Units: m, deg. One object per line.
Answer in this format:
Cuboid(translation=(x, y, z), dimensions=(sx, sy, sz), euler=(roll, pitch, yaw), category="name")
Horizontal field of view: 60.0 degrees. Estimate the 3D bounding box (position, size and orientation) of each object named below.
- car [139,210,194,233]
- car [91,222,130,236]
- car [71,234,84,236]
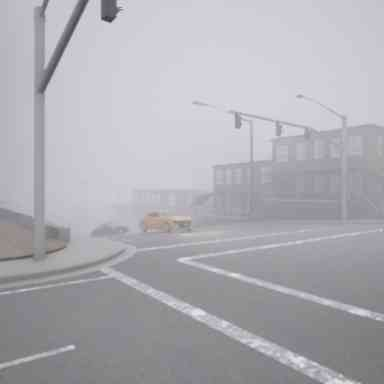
Cuboid(translation=(-1.869, 1.995, 23.034), dimensions=(1.882, 1.535, 5.008), euler=(0, -5, -36), category="car")
Cuboid(translation=(-7.705, 3.569, 30.970), dimensions=(2.033, 1.411, 5.357), euler=(0, -12, -36), category="car")
Cuboid(translation=(-13.491, 5.654, 38.848), dimensions=(1.812, 1.442, 4.674), euler=(0, -12, -36), category="car")
